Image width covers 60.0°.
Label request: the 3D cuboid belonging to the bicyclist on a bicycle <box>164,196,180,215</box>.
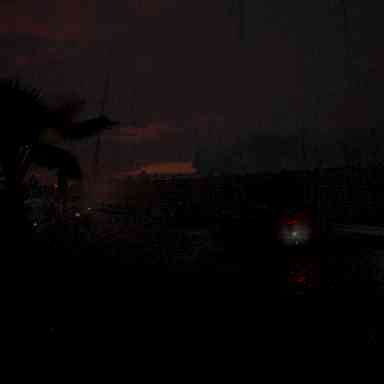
[{"bbox_3d":[-1.790,0.938,27.713,1.656,1.620,0.582,-37,20,-29],"label":"bicyclist on a bicycle"}]

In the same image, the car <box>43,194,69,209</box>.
[{"bbox_3d":[-17.980,1.178,43.924,2.097,1.767,4.553,-1,1,-35],"label":"car"}]

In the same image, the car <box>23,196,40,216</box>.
[{"bbox_3d":[-14.662,1.379,31.864,1.882,1.535,5.008,-1,1,-35],"label":"car"}]

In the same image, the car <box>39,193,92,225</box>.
[{"bbox_3d":[-8.901,1.117,23.602,2.150,2.045,5.566,-1,1,-35],"label":"car"}]

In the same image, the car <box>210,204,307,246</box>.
[{"bbox_3d":[2.616,1.308,14.356,1.837,1.490,4.892,0,0,-30],"label":"car"}]

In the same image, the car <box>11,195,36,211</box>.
[{"bbox_3d":[-20.434,1.259,40.164,2.097,1.767,4.553,-1,1,-35],"label":"car"}]
